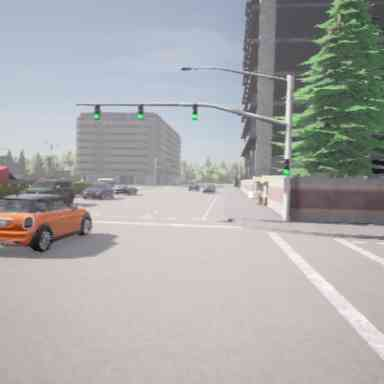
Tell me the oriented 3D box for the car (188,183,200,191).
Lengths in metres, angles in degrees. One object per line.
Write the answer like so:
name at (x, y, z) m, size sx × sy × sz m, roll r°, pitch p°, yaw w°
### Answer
car at (0.527, -1.046, 67.700) m, size 2.097 × 1.767 × 4.553 m, roll 1°, pitch 2°, yaw 6°

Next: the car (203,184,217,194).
car at (2.968, -0.385, 57.528) m, size 1.895 × 1.301 × 4.718 m, roll 1°, pitch 2°, yaw 6°

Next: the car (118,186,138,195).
car at (-8.891, -0.227, 45.604) m, size 1.895 × 1.301 × 4.718 m, roll 1°, pitch 2°, yaw 6°

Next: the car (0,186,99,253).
car at (-5.252, 0.847, 11.656) m, size 2.097 × 1.767 × 4.553 m, roll 2°, pitch 2°, yaw 6°

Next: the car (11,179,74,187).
car at (-11.019, 0.045, 25.767) m, size 2.150 × 2.045 × 5.566 m, roll 1°, pitch 2°, yaw 6°

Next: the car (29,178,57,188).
car at (-28.758, -1.716, 64.311) m, size 4.605 × 1.855 × 1.932 m, roll 1°, pitch 2°, yaw 6°

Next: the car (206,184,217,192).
car at (4.011, -0.807, 67.409) m, size 1.837 × 1.490 × 4.892 m, roll 1°, pitch 2°, yaw 6°

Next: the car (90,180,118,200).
car at (-9.970, -0.150, 35.681) m, size 2.097 × 1.767 × 4.553 m, roll 1°, pitch 2°, yaw 6°
